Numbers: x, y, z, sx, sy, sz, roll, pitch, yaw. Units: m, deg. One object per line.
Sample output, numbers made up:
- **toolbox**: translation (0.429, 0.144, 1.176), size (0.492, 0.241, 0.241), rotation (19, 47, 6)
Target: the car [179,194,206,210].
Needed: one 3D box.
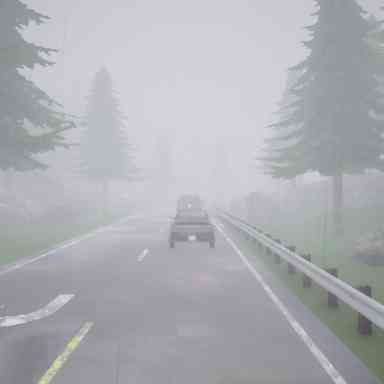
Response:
- **car**: translation (0.184, 1.260, 44.290), size (2.150, 2.045, 5.566), rotation (0, 0, 17)

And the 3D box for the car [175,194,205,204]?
- **car**: translation (-0.281, 1.259, 29.725), size (2.150, 2.045, 5.566), rotation (0, 0, -2)

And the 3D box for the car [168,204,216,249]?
- **car**: translation (-0.004, 1.496, 14.657), size (2.128, 1.511, 4.902), rotation (0, 0, 0)
